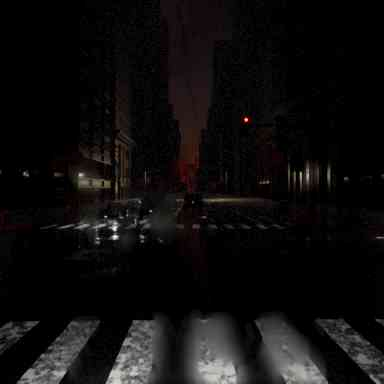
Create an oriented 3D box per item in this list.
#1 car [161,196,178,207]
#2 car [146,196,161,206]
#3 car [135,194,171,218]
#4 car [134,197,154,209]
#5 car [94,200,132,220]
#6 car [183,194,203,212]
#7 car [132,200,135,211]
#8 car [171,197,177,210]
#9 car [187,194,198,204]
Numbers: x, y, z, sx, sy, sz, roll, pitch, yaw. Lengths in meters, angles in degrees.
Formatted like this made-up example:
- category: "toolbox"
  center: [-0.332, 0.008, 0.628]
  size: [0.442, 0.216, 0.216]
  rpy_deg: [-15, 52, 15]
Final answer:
- category: "car"
  center: [-3.339, 1.452, 50.410]
  size: [2.128, 1.511, 4.902]
  rpy_deg: [0, 0, 0]
- category: "car"
  center: [-6.567, 1.496, 57.027]
  size: [2.033, 1.411, 5.357]
  rpy_deg: [0, 0, 0]
- category: "car"
  center: [-3.353, 1.203, 29.894]
  size: [2.150, 2.045, 5.566]
  rpy_deg: [0, 0, 0]
- category: "car"
  center: [-6.598, 1.457, 46.372]
  size: [2.128, 1.511, 4.902]
  rpy_deg: [0, 0, 0]
- category: "car"
  center: [-6.622, 1.585, 27.848]
  size: [1.895, 1.301, 4.718]
  rpy_deg: [0, 0, 1]
- category: "car"
  center: [0.098, 1.196, 39.347]
  size: [2.150, 2.045, 5.566]
  rpy_deg: [0, 0, 0]
- category: "car"
  center: [-6.604, 1.576, 36.964]
  size: [1.895, 1.301, 4.718]
  rpy_deg: [0, 0, 0]
- category: "car"
  center: [-3.352, 1.464, 39.987]
  size: [2.128, 1.511, 4.902]
  rpy_deg: [0, 0, 0]
- category: "car"
  center: [0.089, 1.284, 64.231]
  size: [2.097, 1.767, 4.553]
  rpy_deg: [0, 0, 0]
